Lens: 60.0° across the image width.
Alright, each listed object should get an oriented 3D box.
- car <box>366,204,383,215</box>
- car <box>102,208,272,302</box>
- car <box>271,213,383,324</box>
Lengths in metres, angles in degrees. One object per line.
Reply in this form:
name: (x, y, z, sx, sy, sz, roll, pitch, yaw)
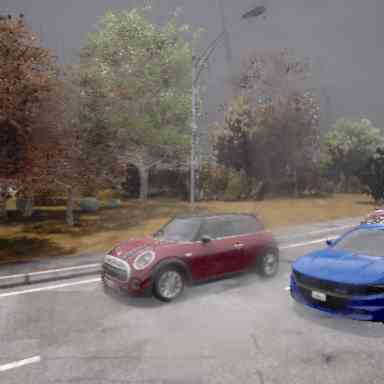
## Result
car: (9.824, 1.091, 15.440, 4.553, 1.767, 2.097, -2, 1, -36)
car: (0.097, 1.341, 8.395, 4.553, 1.767, 2.097, -1, 0, -36)
car: (4.143, 1.424, 7.006, 5.008, 1.535, 1.882, -1, 0, -36)
